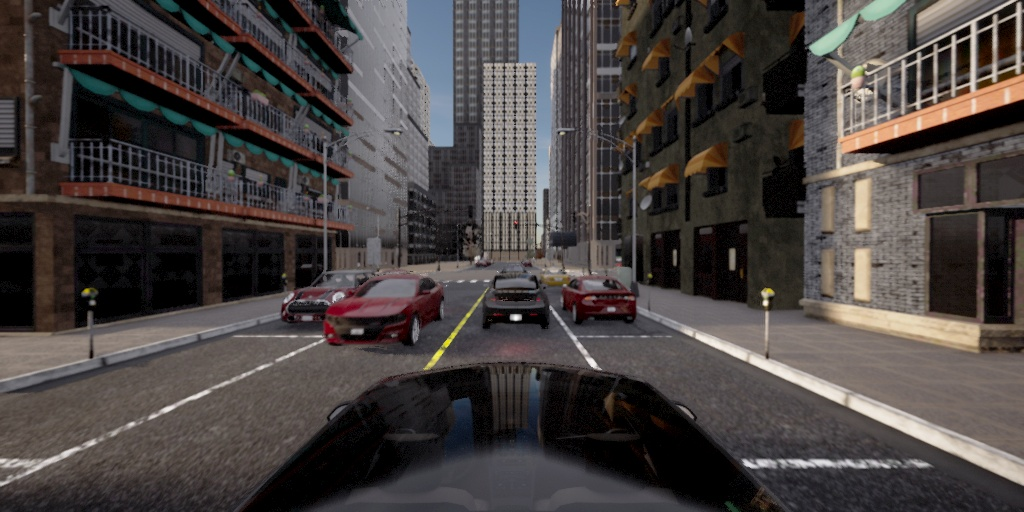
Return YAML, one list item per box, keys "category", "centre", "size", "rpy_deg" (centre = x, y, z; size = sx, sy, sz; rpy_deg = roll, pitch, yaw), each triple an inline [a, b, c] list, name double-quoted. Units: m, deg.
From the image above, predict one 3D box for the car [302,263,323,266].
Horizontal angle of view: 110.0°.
- category: "car"
  centre: [-23.796, 1.568, 41.823]
  size: [4.097, 1.591, 1.967]
  rpy_deg: [0, 0, 0]

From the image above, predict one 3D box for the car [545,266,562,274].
- category: "car"
  centre: [2.710, 1.313, 23.146]
  size: [1.751, 1.417, 4.829]
  rpy_deg: [0, 0, 0]

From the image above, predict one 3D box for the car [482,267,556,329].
- category: "car"
  centre: [0.108, 1.272, 11.329]
  size: [1.837, 1.490, 4.892]
  rpy_deg: [0, 0, 0]

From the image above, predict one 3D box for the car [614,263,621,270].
- category: "car"
  centre: [14.302, 1.082, 42.107]
  size: [4.507, 1.381, 1.888]
  rpy_deg: [0, 0, 0]

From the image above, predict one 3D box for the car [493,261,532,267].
- category: "car"
  centre: [0.119, 1.278, 22.615]
  size: [2.128, 1.511, 4.902]
  rpy_deg: [0, 0, 0]

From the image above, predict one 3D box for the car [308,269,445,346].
- category: "car"
  centre: [-3.084, 1.241, 9.663]
  size: [1.882, 1.535, 5.008]
  rpy_deg: [0, 0, 0]

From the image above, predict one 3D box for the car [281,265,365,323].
- category: "car"
  centre: [-5.682, 1.207, 11.951]
  size: [1.967, 1.591, 4.097]
  rpy_deg: [0, 0, 0]

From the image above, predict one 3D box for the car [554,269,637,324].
- category: "car"
  centre: [2.699, 1.313, 11.929]
  size: [1.888, 1.381, 4.507]
  rpy_deg: [0, 0, 0]
